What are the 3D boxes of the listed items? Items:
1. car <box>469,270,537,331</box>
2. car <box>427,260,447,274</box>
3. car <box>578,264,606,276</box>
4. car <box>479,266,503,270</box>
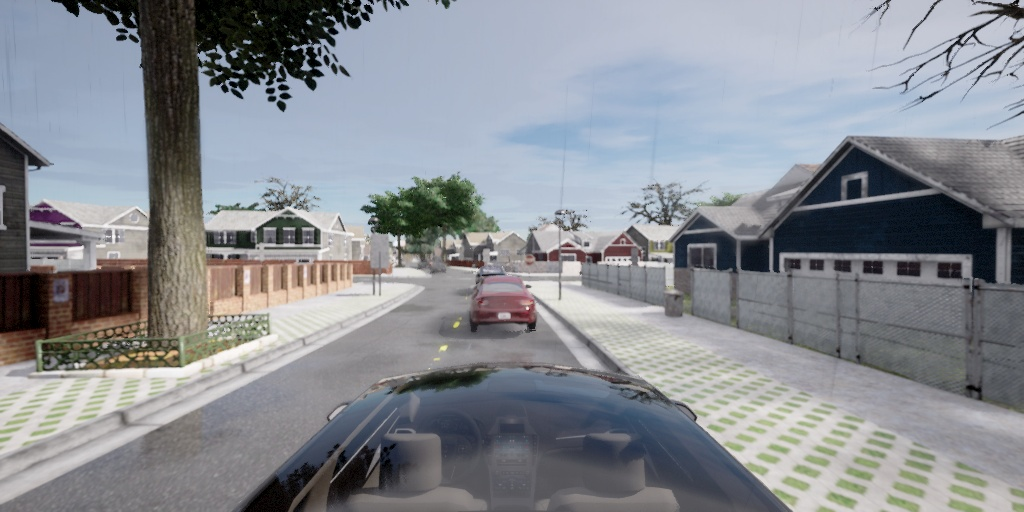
[{"bbox_3d":[-0.329,1.334,11.194,1.812,1.442,4.674,0,0,-3],"label":"car"},{"bbox_3d":[-9.781,1.588,47.599,1.837,1.490,4.892,0,0,-17],"label":"car"},{"bbox_3d":[9.358,1.598,37.627,4.892,1.490,1.837,1,1,-18],"label":"car"},{"bbox_3d":[-1.283,1.370,21.544,2.128,1.511,4.902,0,0,-7],"label":"car"}]
